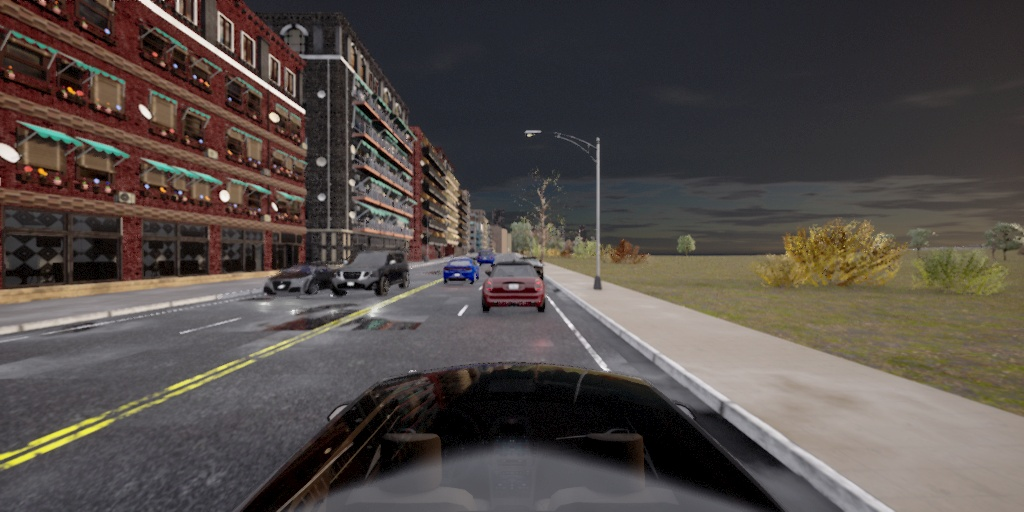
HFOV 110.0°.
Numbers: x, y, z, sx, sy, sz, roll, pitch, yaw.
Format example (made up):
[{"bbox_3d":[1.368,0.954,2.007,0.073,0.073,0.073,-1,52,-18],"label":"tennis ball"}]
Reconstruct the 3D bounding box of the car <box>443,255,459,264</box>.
[{"bbox_3d":[-10.045,0.555,59.581,1.895,1.301,4.718,0,1,0],"label":"car"}]

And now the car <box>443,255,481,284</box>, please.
[{"bbox_3d":[-3.240,0.928,23.619,1.882,1.535,5.008,0,1,0],"label":"car"}]

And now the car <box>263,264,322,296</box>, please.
[{"bbox_3d":[-9.913,1.098,17.400,1.994,1.385,4.181,0,1,0],"label":"car"}]

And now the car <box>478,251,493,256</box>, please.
[{"bbox_3d":[-3.339,0.350,46.928,2.150,2.045,5.566,0,1,0],"label":"car"}]

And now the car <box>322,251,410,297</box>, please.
[{"bbox_3d":[-6.665,0.754,17.545,2.150,2.045,5.566,0,1,0],"label":"car"}]

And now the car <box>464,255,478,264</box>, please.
[{"bbox_3d":[-6.799,0.549,60.012,1.895,1.301,4.718,0,1,0],"label":"car"}]

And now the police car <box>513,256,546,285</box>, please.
[{"bbox_3d":[1.047,0.875,23.761,1.930,1.638,5.238,0,1,0],"label":"police car"}]

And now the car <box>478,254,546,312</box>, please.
[{"bbox_3d":[0.050,0.946,13.460,2.097,1.767,4.553,0,1,0],"label":"car"}]
